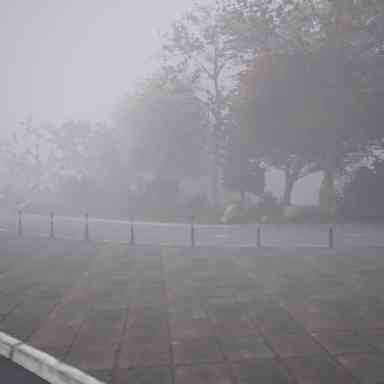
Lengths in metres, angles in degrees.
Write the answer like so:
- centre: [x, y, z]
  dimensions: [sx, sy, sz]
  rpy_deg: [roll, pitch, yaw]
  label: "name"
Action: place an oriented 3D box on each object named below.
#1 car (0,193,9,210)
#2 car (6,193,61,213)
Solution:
- centre: [-20.523, 1.125, 37.176]
  dimensions: [2.435, 2.045, 5.566]
  rpy_deg: [0, 0, 34]
  label: "car"
- centre: [-15.779, 1.246, 33.875]
  dimensions: [2.185, 1.767, 4.553]
  rpy_deg: [1, 1, 34]
  label: "car"
